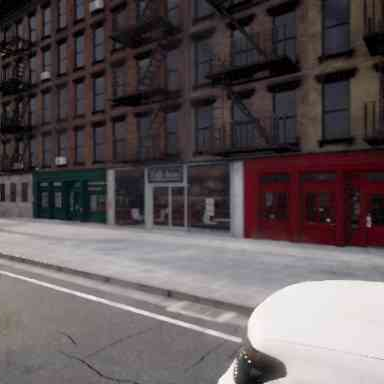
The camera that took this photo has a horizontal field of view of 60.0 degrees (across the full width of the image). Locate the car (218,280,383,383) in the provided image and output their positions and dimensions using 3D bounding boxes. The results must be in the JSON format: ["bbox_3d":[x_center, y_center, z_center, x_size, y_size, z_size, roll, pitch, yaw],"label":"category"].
[{"bbox_3d":[2.842,1.224,1.651,5.566,2.045,2.150,0,0,36],"label":"car"}]
